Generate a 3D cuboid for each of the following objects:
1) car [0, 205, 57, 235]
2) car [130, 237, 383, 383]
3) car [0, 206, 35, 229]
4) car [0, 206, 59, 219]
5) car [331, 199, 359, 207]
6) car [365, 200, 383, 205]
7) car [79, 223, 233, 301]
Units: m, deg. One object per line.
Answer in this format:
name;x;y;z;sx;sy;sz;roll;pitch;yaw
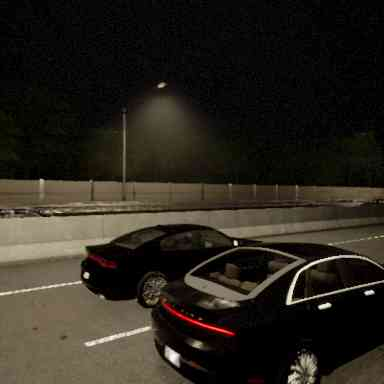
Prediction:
car;-10.083;1.534;18.295;4.674;1.442;1.812;0;0;-35
car;1.759;1.523;4.995;4.892;1.490;1.837;0;0;-35
car;-12.598;1.606;20.799;4.718;1.301;1.895;0;0;-35
car;-8.560;1.497;15.081;4.902;1.511;2.128;0;0;-35
car;20.455;1.700;44.311;4.674;1.442;1.812;0;0;-35
car;23.729;1.745;42.339;4.181;1.385;1.994;0;0;-35
car;-0.069;1.497;7.992;5.008;1.535;1.882;0;0;-35
